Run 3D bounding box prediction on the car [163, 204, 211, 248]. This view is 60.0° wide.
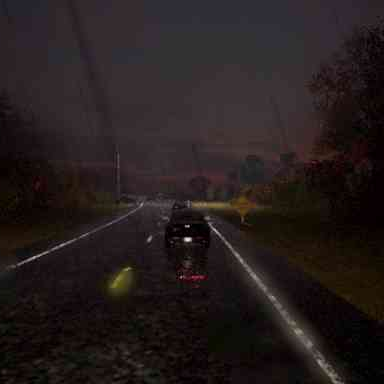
[{"bbox_3d":[-0.227,1.514,14.749,1.837,1.490,4.892,0,0,-2],"label":"car"}]

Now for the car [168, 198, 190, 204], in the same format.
[{"bbox_3d":[-0.906,1.486,29.786,2.128,1.511,4.902,0,0,-3],"label":"car"}]

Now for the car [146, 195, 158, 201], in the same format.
[{"bbox_3d":[-9.415,1.433,76.171,1.994,1.385,4.181,0,0,-9],"label":"car"}]

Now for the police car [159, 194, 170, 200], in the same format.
[{"bbox_3d":[-7.199,1.335,90.354,1.930,1.638,5.238,0,0,-10],"label":"police car"}]

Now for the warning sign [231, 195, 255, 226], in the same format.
[{"bbox_3d":[3.126,1.109,20.445,1.300,1.860,1.060,0,0,-2],"label":"warning sign"}]
